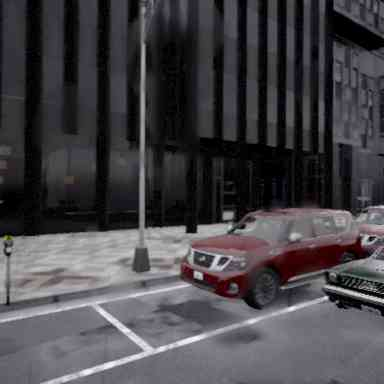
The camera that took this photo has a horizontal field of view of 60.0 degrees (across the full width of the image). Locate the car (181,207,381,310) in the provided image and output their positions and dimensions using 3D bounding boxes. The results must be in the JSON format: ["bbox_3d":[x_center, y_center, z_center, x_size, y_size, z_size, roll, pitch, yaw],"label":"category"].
[{"bbox_3d":[2.178,1.358,8.090,5.009,1.841,2.192,0,0,-36],"label":"car"}]

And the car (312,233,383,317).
[{"bbox_3d":[4.740,1.653,6.768,4.718,1.301,1.895,0,0,-36],"label":"car"}]

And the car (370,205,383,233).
[{"bbox_3d":[6.766,1.395,11.369,5.009,1.841,2.192,0,0,-36],"label":"car"}]
